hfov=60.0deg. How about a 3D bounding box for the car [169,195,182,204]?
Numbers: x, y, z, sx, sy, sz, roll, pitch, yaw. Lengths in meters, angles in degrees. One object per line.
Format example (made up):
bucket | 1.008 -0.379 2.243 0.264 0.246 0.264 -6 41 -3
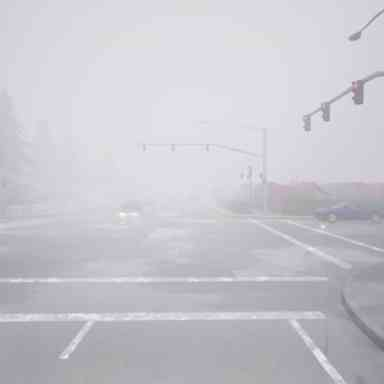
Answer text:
car | -3.377 1.362 64.807 2.097 1.767 4.553 0 0 0

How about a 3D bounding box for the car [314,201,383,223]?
car | 11.532 1.424 24.353 5.008 1.535 1.882 0 0 0

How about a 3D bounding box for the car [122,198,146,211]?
car | -7.076 1.605 39.829 1.895 1.301 4.718 0 0 0

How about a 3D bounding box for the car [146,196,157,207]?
car | -7.063 1.552 50.240 2.033 1.411 5.357 0 0 0

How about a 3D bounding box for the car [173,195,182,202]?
car | -3.470 1.485 78.909 1.882 1.535 5.008 0 0 0

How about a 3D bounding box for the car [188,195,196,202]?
car | 0.030 1.507 78.825 1.837 1.490 4.892 0 0 0

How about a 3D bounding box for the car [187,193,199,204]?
car | 0.123 1.224 63.434 2.150 2.045 5.566 0 0 0

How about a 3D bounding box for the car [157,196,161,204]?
car | -7.022 1.483 62.910 1.882 1.535 5.008 0 0 1
